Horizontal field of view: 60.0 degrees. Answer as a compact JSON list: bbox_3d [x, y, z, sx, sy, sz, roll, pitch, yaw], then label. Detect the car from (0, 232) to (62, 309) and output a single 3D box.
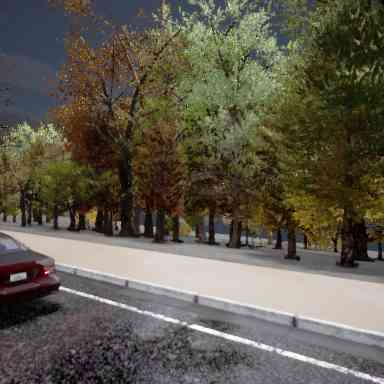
[{"bbox_3d":[-5.074,1.541,7.333,5.357,1.411,2.033,0,0,36],"label":"car"}]
